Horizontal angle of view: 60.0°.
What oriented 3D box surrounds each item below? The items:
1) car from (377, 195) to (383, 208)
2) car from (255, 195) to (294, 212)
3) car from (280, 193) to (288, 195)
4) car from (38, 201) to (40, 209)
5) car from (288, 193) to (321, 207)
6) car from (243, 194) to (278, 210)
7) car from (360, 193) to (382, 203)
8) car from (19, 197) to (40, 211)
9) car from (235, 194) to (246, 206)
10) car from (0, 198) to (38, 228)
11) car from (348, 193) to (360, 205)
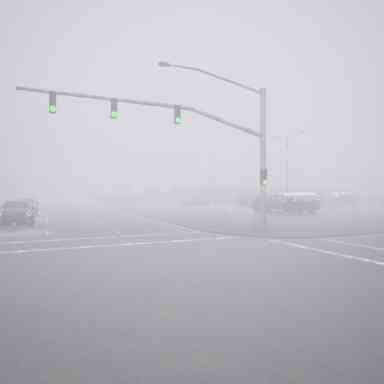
[{"bbox_3d":[26.854,1.405,43.779,3.806,1.475,1.970,0,0,-23],"label":"car"},{"bbox_3d":[10.702,1.414,43.094,3.806,1.475,1.970,0,0,-23],"label":"car"},{"bbox_3d":[18.990,1.375,61.943,3.905,1.438,1.784,0,0,-23],"label":"car"},{"bbox_3d":[-15.605,1.331,31.171,2.097,1.767,4.553,0,0,-24],"label":"car"},{"bbox_3d":[20.078,1.164,59.258,4.605,1.855,1.932,0,0,-23],"label":"car"},{"bbox_3d":[9.556,1.383,45.752,3.905,1.438,1.784,0,0,-23],"label":"car"},{"bbox_3d":[36.157,1.157,66.217,3.866,1.878,1.905,0,0,-23],"label":"car"},{"bbox_3d":[-19.792,1.472,40.700,2.128,1.511,4.902,0,0,-24],"label":"car"},{"bbox_3d":[8.447,1.172,48.196,4.605,1.855,1.932,0,0,-23],"label":"car"},{"bbox_3d":[-11.604,1.330,22.058,2.097,1.767,4.553,0,0,-24],"label":"car"},{"bbox_3d":[35.021,1.397,68.879,3.806,1.475,1.970,0,0,-23],"label":"car"}]
